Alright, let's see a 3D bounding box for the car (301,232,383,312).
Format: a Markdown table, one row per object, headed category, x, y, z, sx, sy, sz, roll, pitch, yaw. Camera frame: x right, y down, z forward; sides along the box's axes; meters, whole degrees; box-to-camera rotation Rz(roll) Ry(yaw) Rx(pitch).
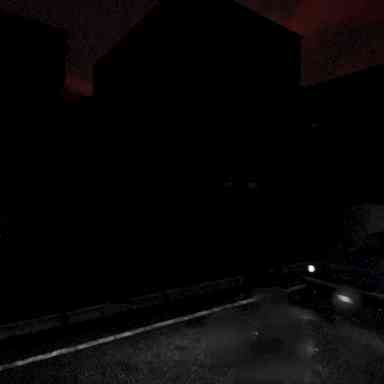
| category | x | y | z | sx | sy | sz | roll | pitch | yaw |
| --- | --- | --- | --- | --- | --- | --- | --- | --- | --- |
| car | 4.504 | 1.579 | 7.198 | 4.718 | 1.301 | 1.895 | 0 | 0 | -36 |
